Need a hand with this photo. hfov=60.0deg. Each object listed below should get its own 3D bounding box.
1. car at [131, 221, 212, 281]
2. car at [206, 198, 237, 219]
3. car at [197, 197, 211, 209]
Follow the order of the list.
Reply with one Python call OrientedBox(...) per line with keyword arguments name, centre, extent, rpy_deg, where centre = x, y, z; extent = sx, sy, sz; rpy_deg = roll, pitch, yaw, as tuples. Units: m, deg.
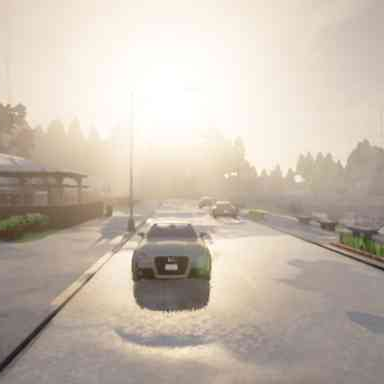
OrientedBox(name="car", centre=(-0.572, 1.545, 9.650), extent=(1.994, 1.385, 4.181), rpy_deg=(0, 0, -3))
OrientedBox(name="car", centre=(2.592, 1.522, 28.466), extent=(1.994, 1.385, 4.181), rpy_deg=(0, 0, -3))
OrientedBox(name="car", centre=(1.851, 1.431, 43.543), extent=(1.837, 1.490, 4.892), rpy_deg=(0, -1, -2))
